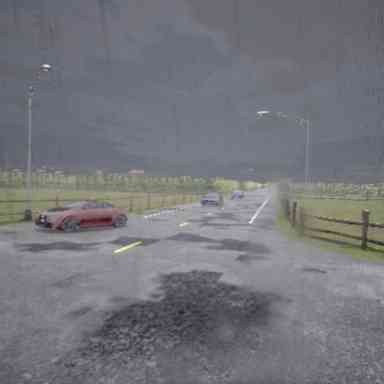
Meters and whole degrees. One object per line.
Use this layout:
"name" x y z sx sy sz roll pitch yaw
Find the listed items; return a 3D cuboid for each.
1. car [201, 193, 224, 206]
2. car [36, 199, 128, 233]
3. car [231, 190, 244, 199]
"car" 2.402 0.783 37.125 2.033 1.411 5.357 2 1 14
"car" -5.169 1.070 16.016 1.994 1.385 4.181 3 2 42
"car" 8.222 0.402 59.515 1.812 1.442 4.674 2 1 15
